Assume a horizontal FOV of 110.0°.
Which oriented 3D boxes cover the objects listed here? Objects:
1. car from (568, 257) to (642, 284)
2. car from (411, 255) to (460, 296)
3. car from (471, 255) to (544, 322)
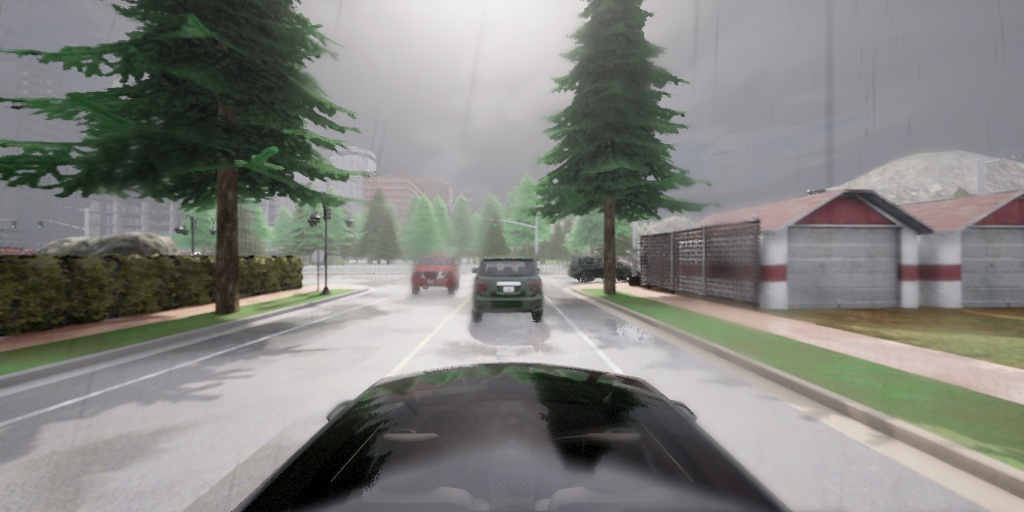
[{"bbox_3d":[7.267,1.071,28.316,5.566,2.045,2.150,0,-1,-3],"label":"car"},{"bbox_3d":[-4.203,0.931,20.436,2.150,2.045,5.566,0,0,-4],"label":"car"},{"bbox_3d":[-0.207,1.000,12.514,2.150,2.045,5.566,0,0,-2],"label":"car"}]
